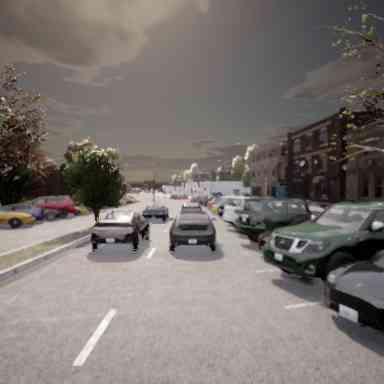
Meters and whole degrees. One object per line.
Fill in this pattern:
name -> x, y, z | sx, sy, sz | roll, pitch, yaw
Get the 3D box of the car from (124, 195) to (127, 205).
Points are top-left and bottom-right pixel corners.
car -> -14.255, 1.657, 57.473 | 4.553, 1.767, 2.185 | -1, -1, -23

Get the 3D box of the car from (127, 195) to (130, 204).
car -> -14.550, 1.796, 60.362 | 5.366, 1.575, 1.946 | -1, 0, -23

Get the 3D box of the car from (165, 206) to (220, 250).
car -> 0.032, 1.574, 14.721 | 1.837, 1.490, 4.892 | 0, 0, 0

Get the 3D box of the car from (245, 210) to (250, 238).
car -> 4.698, 1.568, 12.083 | 4.792, 1.488, 2.163 | 1, 0, -20

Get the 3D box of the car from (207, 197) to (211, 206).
car -> 4.790, 1.648, 36.233 | 5.366, 1.575, 1.946 | 1, -1, -21

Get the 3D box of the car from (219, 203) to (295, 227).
car -> 4.687, 1.594, 24.116 | 5.008, 1.535, 2.097 | 1, 0, -20

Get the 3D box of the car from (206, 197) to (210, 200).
car -> 4.594, 1.662, 39.175 | 5.008, 1.535, 2.097 | 1, 0, -21

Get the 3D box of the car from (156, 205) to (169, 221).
car -> -3.029, 1.733, 28.547 | 1.895, 1.301, 4.718 | 0, 0, 0

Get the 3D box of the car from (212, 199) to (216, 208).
car -> 4.686, 1.651, 30.149 | 4.792, 1.488, 2.163 | 1, -1, -20

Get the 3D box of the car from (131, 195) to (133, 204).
car -> -14.744, 1.866, 66.348 | 4.674, 1.452, 2.002 | -1, 0, -24

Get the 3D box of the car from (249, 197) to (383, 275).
car -> 4.713, 1.273, 9.076 | 5.566, 2.045, 2.435 | 1, 0, -20

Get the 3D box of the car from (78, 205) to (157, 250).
car -> -2.968, 1.559, 14.544 | 2.128, 1.511, 4.902 | 0, 0, 0

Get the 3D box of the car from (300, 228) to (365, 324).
car -> 4.718, 1.540, 6.071 | 4.792, 1.488, 2.163 | 1, 0, -20

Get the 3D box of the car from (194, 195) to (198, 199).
car -> 3.905, 1.500, 60.295 | 5.566, 2.045, 2.435 | 1, 0, -23

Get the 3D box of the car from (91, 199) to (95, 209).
car -> -13.593, 1.681, 36.745 | 4.892, 1.521, 2.231 | -1, 0, -21

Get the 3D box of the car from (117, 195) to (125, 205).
car -> -14.076, 1.766, 54.522 | 5.008, 1.535, 2.097 | -1, 0, -22

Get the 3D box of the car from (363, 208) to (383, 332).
car -> 4.730, 1.246, 3.062 | 5.566, 2.045, 2.435 | 1, 0, -20

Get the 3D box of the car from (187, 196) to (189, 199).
car -> 1.979, 1.905, 87.385 | 4.792, 1.488, 2.163 | 1, -1, -26

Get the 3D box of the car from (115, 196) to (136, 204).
car -> -15.664, 1.759, 78.169 | 4.553, 1.767, 2.185 | -1, 0, -25

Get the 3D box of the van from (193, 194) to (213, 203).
van -> 2.565, 1.603, 78.341 | 4.442, 1.987, 1.878 | 1, 0, -25

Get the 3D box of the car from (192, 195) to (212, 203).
car -> 2.424, 1.718, 81.412 | 4.553, 1.767, 2.185 | 1, 0, -26

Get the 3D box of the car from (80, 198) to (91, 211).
car -> -13.395, 1.660, 33.846 | 5.366, 1.575, 1.946 | -1, -1, -20

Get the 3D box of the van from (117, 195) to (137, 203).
van -> -15.873, 1.672, 81.156 | 4.442, 1.987, 1.878 | -1, 0, -25

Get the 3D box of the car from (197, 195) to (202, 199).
car -> 4.079, 1.739, 57.291 | 5.008, 1.535, 2.097 | 1, 0, -23

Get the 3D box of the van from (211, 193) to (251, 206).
van -> 4.537, 1.407, 33.105 | 4.442, 1.987, 1.878 | 1, 0, -21

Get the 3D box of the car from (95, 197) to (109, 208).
car -> -13.689, 1.709, 42.678 | 5.008, 1.535, 2.097 | -1, 0, -21

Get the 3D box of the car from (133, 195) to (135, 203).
car -> -14.956, 1.881, 69.302 | 4.674, 1.452, 2.002 | -1, 0, -24

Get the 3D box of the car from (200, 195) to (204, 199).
car -> 4.306, 1.713, 51.257 | 5.008, 1.535, 2.097 | 1, -1, -22

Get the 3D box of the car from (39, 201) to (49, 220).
car -> -13.542, 1.653, 24.840 | 4.792, 1.488, 2.163 | -1, 0, -20

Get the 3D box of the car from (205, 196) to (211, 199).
car -> 4.527, 1.676, 42.193 | 4.892, 1.521, 2.231 | 1, -1, -21

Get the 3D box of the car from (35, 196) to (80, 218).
car -> -13.573, 1.400, 30.793 | 5.566, 2.045, 2.435 | -1, 0, -20

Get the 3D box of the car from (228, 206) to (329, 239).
car -> 4.708, 1.566, 18.105 | 5.008, 1.535, 2.097 | 1, 0, -20

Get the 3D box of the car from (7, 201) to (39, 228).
car -> -13.328, 1.603, 21.944 | 5.366, 1.575, 1.946 | -1, -1, -20

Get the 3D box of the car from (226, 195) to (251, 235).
car -> 4.742, 1.302, 15.117 | 5.566, 2.045, 2.435 | 1, -1, -20

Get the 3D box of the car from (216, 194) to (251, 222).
car -> 4.722, 1.329, 21.126 | 5.566, 2.045, 2.435 | 1, -1, -20

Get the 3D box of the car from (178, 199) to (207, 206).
car -> -0.029, 1.630, 29.924 | 2.128, 1.511, 4.902 | 0, 0, 0

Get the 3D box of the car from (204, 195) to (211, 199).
car -> 4.456, 1.562, 45.213 | 4.553, 1.767, 2.185 | 1, -1, -22

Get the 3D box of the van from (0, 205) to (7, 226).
van -> -13.386, 1.367, 18.947 | 4.442, 1.987, 1.878 | -1, -1, -20

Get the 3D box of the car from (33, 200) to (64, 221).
car -> -13.503, 1.666, 27.843 | 4.792, 1.488, 2.163 | -1, -1, -20

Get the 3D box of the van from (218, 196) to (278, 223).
van -> 4.568, 1.380, 27.080 | 4.442, 1.987, 1.878 | 1, 0, -20

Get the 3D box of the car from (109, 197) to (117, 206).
car -> -13.885, 1.768, 48.586 | 4.792, 1.488, 2.163 | -1, 0, -22
